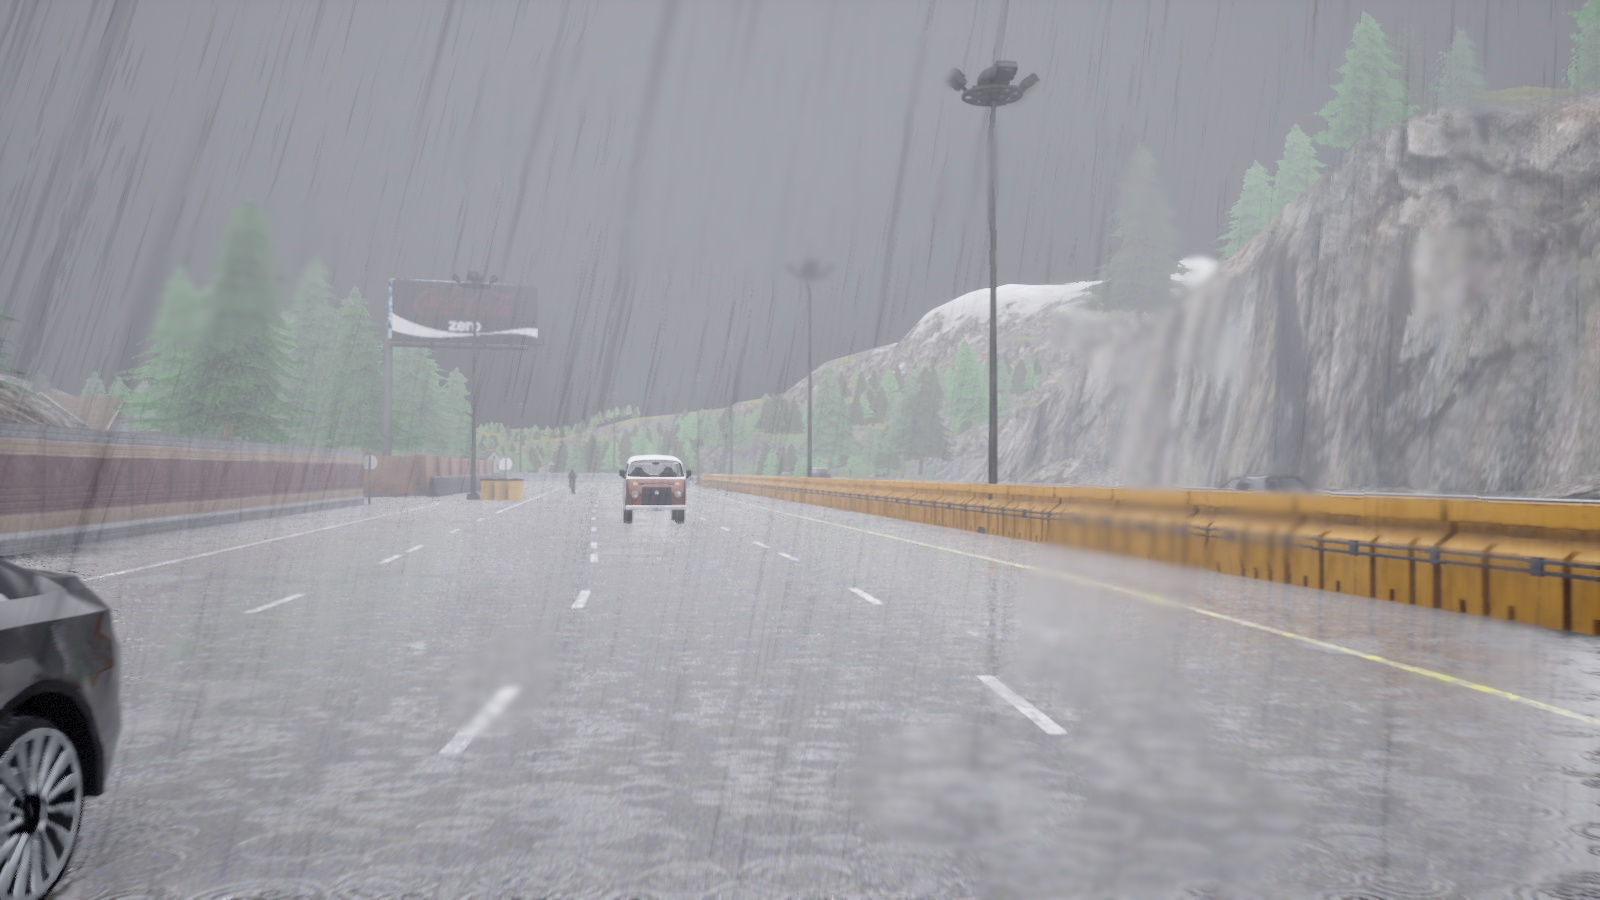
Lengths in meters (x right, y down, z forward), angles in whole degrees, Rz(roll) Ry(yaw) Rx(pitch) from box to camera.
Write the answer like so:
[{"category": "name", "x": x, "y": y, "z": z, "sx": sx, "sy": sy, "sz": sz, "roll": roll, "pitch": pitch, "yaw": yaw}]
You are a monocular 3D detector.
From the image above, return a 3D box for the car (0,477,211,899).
[{"category": "car", "x": -3.515, "y": 0.833, "z": 2.884, "sx": 2.128, "sy": 1.511, "sz": 4.902, "roll": 0, "pitch": -1, "yaw": -2}]

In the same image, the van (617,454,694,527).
[{"category": "van", "x": -4.381, "y": 1.186, "z": 37.512, "sx": 2.069, "sy": 2.038, "sz": 4.480, "roll": 0, "pitch": -1, "yaw": -9}]

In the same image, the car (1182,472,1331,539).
[{"category": "car", "x": 10.977, "y": 1.294, "z": 30.466, "sx": 1.845, "sy": 1.501, "sz": 3.633, "roll": 0, "pitch": -1, "yaw": -9}]
